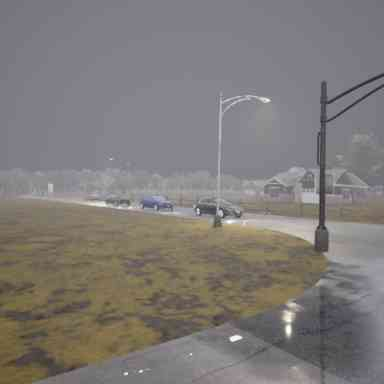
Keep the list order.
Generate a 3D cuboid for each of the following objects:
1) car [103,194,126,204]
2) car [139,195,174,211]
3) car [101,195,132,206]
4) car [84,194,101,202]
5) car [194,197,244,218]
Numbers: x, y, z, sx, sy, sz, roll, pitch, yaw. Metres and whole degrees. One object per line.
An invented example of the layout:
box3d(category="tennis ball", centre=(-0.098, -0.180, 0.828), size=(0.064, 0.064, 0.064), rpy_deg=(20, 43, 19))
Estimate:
box3d(category="car", centre=(-12.403, 1.088, 52.977), size=(1.994, 1.385, 4.181), rpy_deg=(2, -1, -35))
box3d(category="car", centre=(-3.753, 1.083, 34.600), size=(1.882, 1.535, 5.008), rpy_deg=(2, 0, -36))
box3d(category="car", centre=(-9.540, 1.108, 42.756), size=(1.895, 1.301, 4.718), rpy_deg=(2, -1, -35))
box3d(category="car", centre=(-18.199, 1.008, 61.130), size=(2.033, 1.411, 5.357), rpy_deg=(2, -1, -35))
box3d(category="car", centre=(2.040, 1.226, 26.452), size=(1.837, 1.490, 4.892), rpy_deg=(2, 0, -35))
